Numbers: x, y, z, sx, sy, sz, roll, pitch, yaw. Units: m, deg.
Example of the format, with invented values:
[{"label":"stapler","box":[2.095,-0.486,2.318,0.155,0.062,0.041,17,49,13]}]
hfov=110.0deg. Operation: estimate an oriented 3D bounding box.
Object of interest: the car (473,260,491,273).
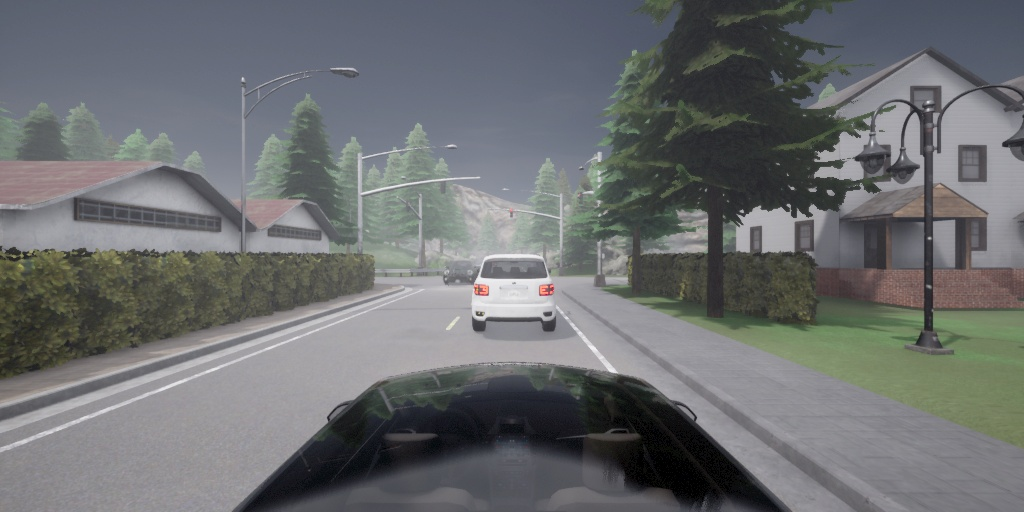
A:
[{"label":"car","box":[-3.597,1.276,44.070,1.812,1.442,4.674,0,0,0]}]

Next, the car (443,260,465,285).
[{"label":"car","box":[-3.600,1.098,26.010,2.097,1.767,4.553,0,0,0]}]

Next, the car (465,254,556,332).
[{"label":"car","box":[0.064,0.971,11.048,2.150,2.045,5.566,0,0,0]}]

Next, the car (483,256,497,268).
[{"label":"car","box":[-3.647,0.974,60.979,2.150,2.045,5.566,0,0,-1]}]
